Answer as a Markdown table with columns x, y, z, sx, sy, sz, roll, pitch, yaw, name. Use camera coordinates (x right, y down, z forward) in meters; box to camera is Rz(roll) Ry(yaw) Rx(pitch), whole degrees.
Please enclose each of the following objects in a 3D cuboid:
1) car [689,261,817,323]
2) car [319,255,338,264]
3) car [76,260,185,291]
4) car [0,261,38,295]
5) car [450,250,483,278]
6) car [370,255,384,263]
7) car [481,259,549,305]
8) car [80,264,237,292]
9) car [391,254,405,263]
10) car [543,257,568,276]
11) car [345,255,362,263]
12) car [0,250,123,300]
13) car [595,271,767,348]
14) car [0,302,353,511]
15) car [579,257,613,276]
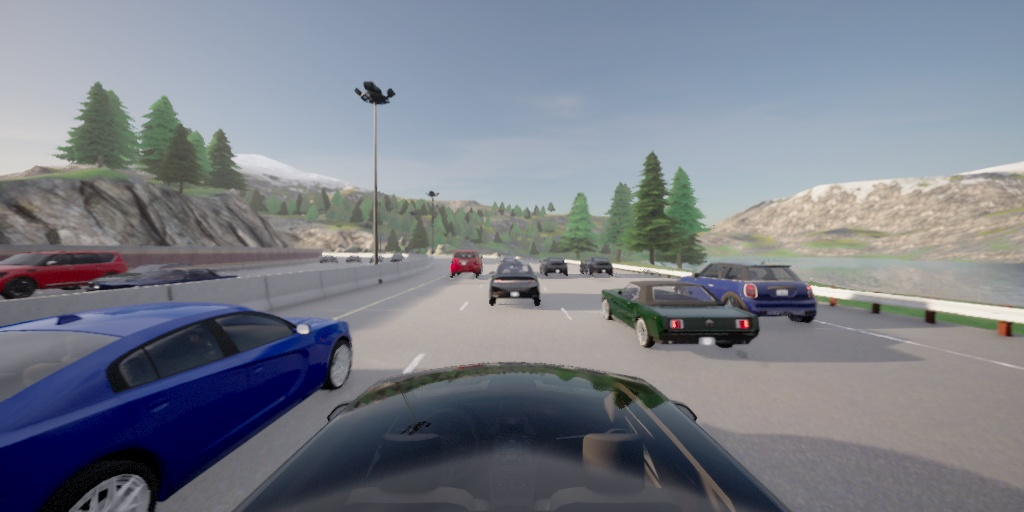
| x | y | z | sx | sy | sz | roll | pitch | yaw | name |
| --- | --- | --- | --- | --- | --- | --- | --- | --- | --- |
| 7.097 | 0.953 | 11.536 | 2.097 | 1.767 | 4.553 | 0 | 1 | 0 | car |
| -28.814 | 0.511 | 56.372 | 1.994 | 1.385 | 4.181 | 0 | 1 | -13 | car |
| -17.607 | 1.060 | 18.102 | 2.033 | 1.411 | 5.357 | 0 | 1 | 0 | car |
| -24.616 | 1.033 | 15.380 | 1.882 | 1.535 | 5.008 | 0 | 1 | 0 | car |
| -3.530 | 0.580 | 28.309 | 2.150 | 2.045 | 5.566 | 0 | 1 | -2 | car |
| -22.306 | 0.462 | 59.317 | 2.033 | 1.411 | 5.357 | 0 | 1 | -14 | car |
| 0.099 | 1.050 | 14.683 | 2.128 | 1.511 | 4.902 | 0 | 1 | 0 | car |
| -14.108 | 1.159 | 14.947 | 1.895 | 1.301 | 4.718 | 0 | 1 | 0 | car |
| -18.325 | 0.437 | 57.711 | 1.837 | 1.490 | 4.892 | 0 | 1 | -13 | car |
| 3.394 | 0.839 | 29.775 | 1.837 | 1.490 | 4.892 | 0 | 1 | -2 | car |
| -25.686 | 0.489 | 58.305 | 1.994 | 1.385 | 4.181 | 0 | 1 | -14 | car |
| -21.111 | 0.762 | 16.403 | 2.150 | 2.045 | 5.566 | 0 | 1 | 0 | car |
| 3.598 | 1.245 | 8.813 | 1.895 | 1.301 | 4.718 | 0 | 1 | 0 | car |
| -3.408 | 1.201 | 3.598 | 1.882 | 1.535 | 5.008 | 0 | 1 | 0 | car |
| 6.895 | 0.839 | 29.714 | 1.837 | 1.490 | 4.892 | 0 | 1 | -2 | car |
